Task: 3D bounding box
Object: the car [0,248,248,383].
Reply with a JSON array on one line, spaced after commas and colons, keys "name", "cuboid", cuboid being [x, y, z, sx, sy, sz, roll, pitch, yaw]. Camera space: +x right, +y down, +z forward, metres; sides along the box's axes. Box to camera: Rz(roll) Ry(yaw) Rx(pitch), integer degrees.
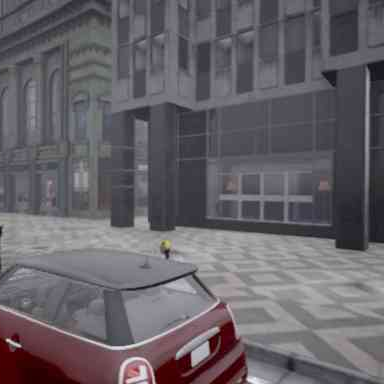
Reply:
[{"name": "car", "cuboid": [-1.507, 1.425, 4.035, 4.097, 1.590, 1.967, 0, 0, 35]}]
